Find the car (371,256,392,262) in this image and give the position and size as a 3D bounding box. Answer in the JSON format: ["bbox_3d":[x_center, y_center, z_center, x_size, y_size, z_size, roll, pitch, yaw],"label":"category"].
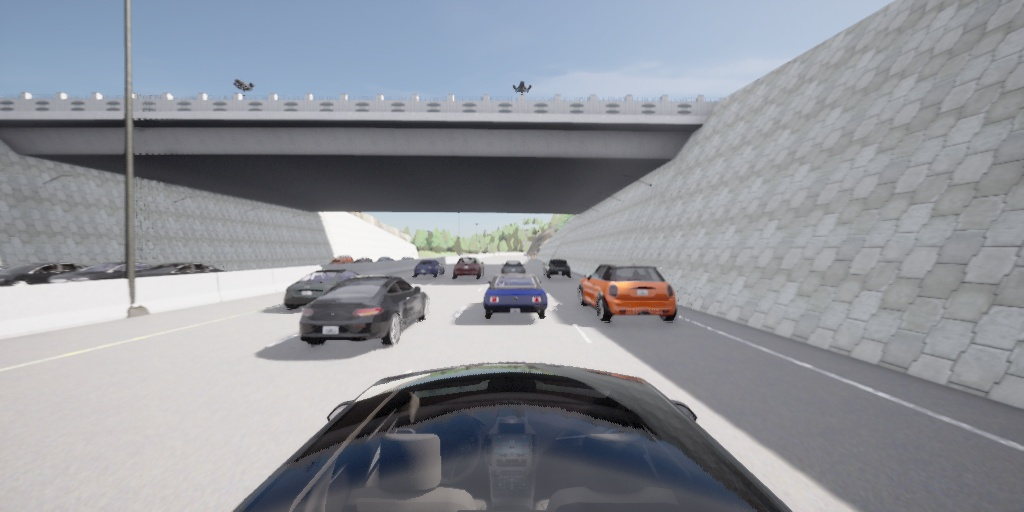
[{"bbox_3d":[-21.051,0.725,59.356,1.812,1.442,4.674,0,1,0],"label":"car"}]

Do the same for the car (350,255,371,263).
[{"bbox_3d":[-24.540,0.759,59.448,1.994,1.385,4.181,0,1,0],"label":"car"}]

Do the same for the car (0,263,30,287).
[{"bbox_3d":[-24.598,1.090,18.717,1.837,1.490,4.892,0,1,0],"label":"car"}]

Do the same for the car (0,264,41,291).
[{"bbox_3d":[-28.097,1.151,18.516,1.994,1.385,4.181,0,1,0],"label":"car"}]

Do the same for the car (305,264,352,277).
[{"bbox_3d":[-6.902,1.196,14.067,1.994,1.385,4.181,0,1,0],"label":"car"}]

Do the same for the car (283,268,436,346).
[{"bbox_3d":[-3.411,1.205,9.041,1.812,1.442,4.674,0,1,0],"label":"car"}]

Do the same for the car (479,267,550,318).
[{"bbox_3d":[0.099,1.249,12.406,1.895,1.301,4.718,0,1,0],"label":"car"}]

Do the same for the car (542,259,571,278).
[{"bbox_3d":[3.600,0.993,29.207,1.837,1.490,4.892,0,1,0],"label":"car"}]

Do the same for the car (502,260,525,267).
[{"bbox_3d":[0.099,1.046,29.843,1.994,1.385,4.181,0,1,0],"label":"car"}]

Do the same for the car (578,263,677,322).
[{"bbox_3d":[3.597,1.004,12.000,2.097,1.767,4.553,0,1,0],"label":"car"}]

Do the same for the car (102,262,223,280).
[{"bbox_3d":[-17.599,1.090,18.764,1.837,1.490,4.892,0,1,0],"label":"car"}]

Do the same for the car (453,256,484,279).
[{"bbox_3d":[-3.401,0.843,28.871,2.097,1.767,4.553,0,1,0],"label":"car"}]

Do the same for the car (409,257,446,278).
[{"bbox_3d":[-6.914,1.004,30.160,1.812,1.442,4.674,0,1,0],"label":"car"}]

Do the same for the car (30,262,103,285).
[{"bbox_3d":[-21.098,1.074,19.038,2.128,1.511,4.902,0,1,0],"label":"car"}]

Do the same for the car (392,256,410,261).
[{"bbox_3d":[-17.548,0.747,59.374,2.033,1.411,5.357,0,1,1],"label":"car"}]
